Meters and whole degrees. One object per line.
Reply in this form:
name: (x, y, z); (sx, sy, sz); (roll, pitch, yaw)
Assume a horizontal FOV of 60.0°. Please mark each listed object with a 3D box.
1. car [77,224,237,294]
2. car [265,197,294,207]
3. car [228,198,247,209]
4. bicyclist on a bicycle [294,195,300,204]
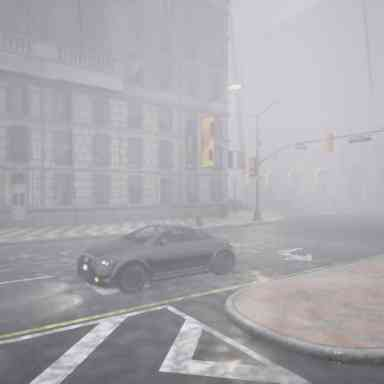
car: (-0.829, 1.564, 8.848); (4.181, 1.385, 1.994); (0, 0, -34)
car: (13.409, 1.525, 51.034); (1.812, 1.442, 4.674); (0, 0, -35)
car: (5.226, 1.491, 44.098); (2.128, 1.511, 4.902); (0, 0, -35)
bicyclist on a bicycle: (18.027, 1.300, 57.169); (1.656, 1.620, 0.582); (0, 0, -35)
